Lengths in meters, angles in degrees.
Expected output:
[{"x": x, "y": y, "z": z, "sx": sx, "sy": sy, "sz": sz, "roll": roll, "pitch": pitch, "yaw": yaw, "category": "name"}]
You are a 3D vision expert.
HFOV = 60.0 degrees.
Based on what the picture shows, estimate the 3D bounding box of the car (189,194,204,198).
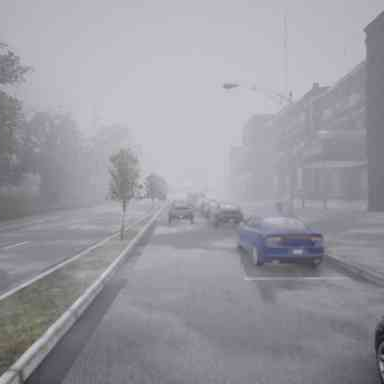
[{"x": 1.133, "y": 1.435, "z": 44.686, "sx": 2.163, "sy": 1.488, "sz": 4.792, "roll": 0, "pitch": 0, "yaw": -3, "category": "car"}]

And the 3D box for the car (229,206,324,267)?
[{"x": 2.784, "y": 1.477, "z": 11.512, "sx": 2.097, "sy": 1.535, "sz": 5.008, "roll": 0, "pitch": 0, "yaw": -2, "category": "car"}]

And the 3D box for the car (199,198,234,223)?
[{"x": 1.963, "y": 1.493, "z": 28.035, "sx": 2.002, "sy": 1.452, "sz": 4.674, "roll": 0, "pitch": 0, "yaw": -3, "category": "car"}]

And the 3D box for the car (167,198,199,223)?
[{"x": -0.870, "y": 1.469, "z": 25.506, "sx": 2.128, "sy": 1.511, "sz": 4.902, "roll": 0, "pitch": 0, "yaw": -3, "category": "car"}]

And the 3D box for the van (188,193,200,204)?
[{"x": 0.302, "y": 1.106, "z": 61.390, "sx": 1.878, "sy": 1.987, "sz": 4.442, "roll": 0, "pitch": 0, "yaw": -3, "category": "van"}]

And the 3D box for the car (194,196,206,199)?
[{"x": 1.685, "y": 1.469, "z": 33.605, "sx": 2.163, "sy": 1.488, "sz": 4.792, "roll": 0, "pitch": 0, "yaw": -3, "category": "car"}]

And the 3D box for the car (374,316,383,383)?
[{"x": 3.072, "y": 1.509, "z": 1.918, "sx": 2.163, "sy": 1.488, "sz": 4.792, "roll": 0, "pitch": 0, "yaw": 0, "category": "car"}]

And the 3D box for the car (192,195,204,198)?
[{"x": 1.412, "y": 1.464, "z": 39.114, "sx": 2.002, "sy": 1.452, "sz": 4.674, "roll": 0, "pitch": 0, "yaw": -3, "category": "car"}]

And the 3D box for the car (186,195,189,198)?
[{"x": -1.734, "y": 1.494, "z": 42.951, "sx": 1.994, "sy": 1.385, "sz": 4.181, "roll": 0, "pitch": 0, "yaw": -3, "category": "car"}]

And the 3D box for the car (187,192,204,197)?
[{"x": 0.859, "y": 1.132, "z": 50.223, "sx": 2.435, "sy": 2.045, "sz": 5.566, "roll": 0, "pitch": 0, "yaw": -3, "category": "car"}]

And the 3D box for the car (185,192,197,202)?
[{"x": -0.246, "y": 1.017, "z": 72.381, "sx": 2.435, "sy": 2.045, "sz": 5.566, "roll": 0, "pitch": 0, "yaw": -3, "category": "car"}]
